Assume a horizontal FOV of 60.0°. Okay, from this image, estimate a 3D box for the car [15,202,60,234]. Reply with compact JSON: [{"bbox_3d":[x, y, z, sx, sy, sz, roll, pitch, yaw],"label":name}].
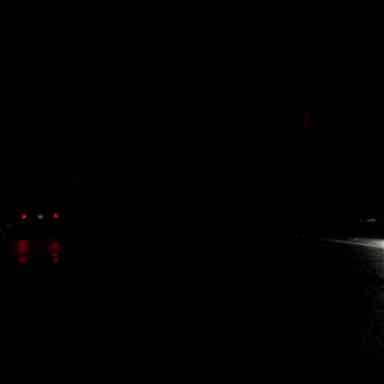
[{"bbox_3d":[-9.143,1.353,19.515,2.097,1.767,4.553,0,0,-31],"label":"car"}]
